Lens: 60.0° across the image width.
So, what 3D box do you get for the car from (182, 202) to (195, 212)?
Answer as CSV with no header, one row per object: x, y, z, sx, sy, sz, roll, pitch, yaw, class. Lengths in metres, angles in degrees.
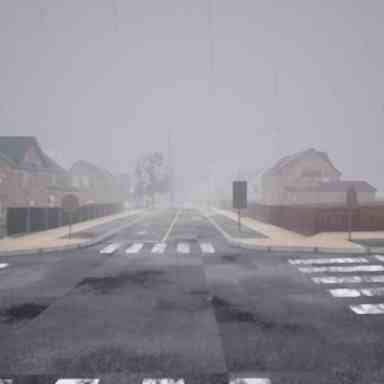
-0.553,2.315,52.584,1.812,1.442,4.674,0,-1,-1,car

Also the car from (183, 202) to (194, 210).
-0.714,2.550,62.609,1.994,1.385,4.181,0,-1,-2,car
